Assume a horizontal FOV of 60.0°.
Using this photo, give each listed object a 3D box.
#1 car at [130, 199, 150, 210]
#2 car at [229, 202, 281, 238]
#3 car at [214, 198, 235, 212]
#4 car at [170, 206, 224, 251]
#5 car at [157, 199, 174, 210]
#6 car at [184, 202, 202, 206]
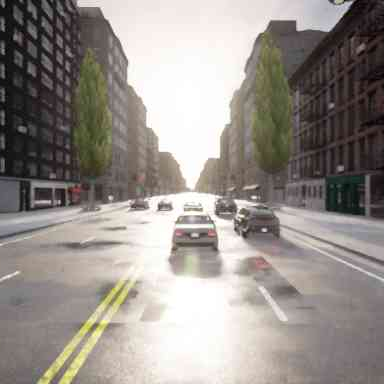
[{"bbox_3d":[-6.591,1.594,42.421,1.895,1.301,4.718,0,0,0],"label":"car"},{"bbox_3d":[3.347,1.504,17.776,1.837,1.490,4.892,0,0,0],"label":"car"},{"bbox_3d":[3.349,1.347,34.003,2.097,1.767,4.553,0,0,0],"label":"car"},{"bbox_3d":[0.093,1.547,14.145,2.033,1.411,5.357,0,0,0],"label":"car"},{"bbox_3d":[-3.342,1.594,42.250,1.895,1.301,4.718,0,0,0],"label":"car"},{"bbox_3d":[0.098,1.597,32.671,1.895,1.301,4.718,0,0,0],"label":"car"}]
